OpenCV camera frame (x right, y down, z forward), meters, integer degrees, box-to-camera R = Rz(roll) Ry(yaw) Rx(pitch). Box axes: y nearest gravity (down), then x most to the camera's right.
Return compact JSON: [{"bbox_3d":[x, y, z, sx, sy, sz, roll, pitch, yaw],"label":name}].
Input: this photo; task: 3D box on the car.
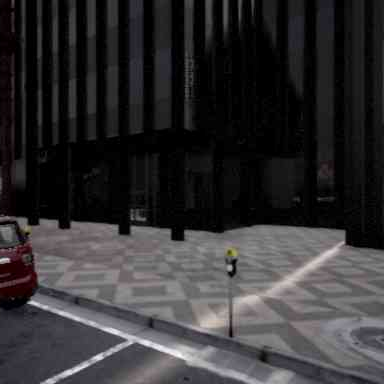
[{"bbox_3d":[-5.093,1.340,6.589,5.009,1.841,2.192,0,0,35],"label":"car"}]
